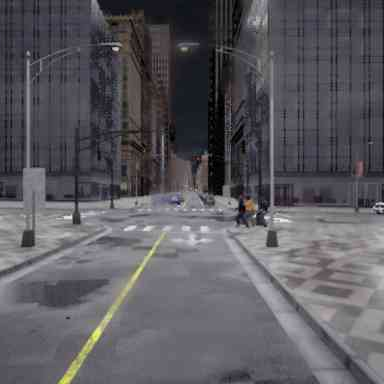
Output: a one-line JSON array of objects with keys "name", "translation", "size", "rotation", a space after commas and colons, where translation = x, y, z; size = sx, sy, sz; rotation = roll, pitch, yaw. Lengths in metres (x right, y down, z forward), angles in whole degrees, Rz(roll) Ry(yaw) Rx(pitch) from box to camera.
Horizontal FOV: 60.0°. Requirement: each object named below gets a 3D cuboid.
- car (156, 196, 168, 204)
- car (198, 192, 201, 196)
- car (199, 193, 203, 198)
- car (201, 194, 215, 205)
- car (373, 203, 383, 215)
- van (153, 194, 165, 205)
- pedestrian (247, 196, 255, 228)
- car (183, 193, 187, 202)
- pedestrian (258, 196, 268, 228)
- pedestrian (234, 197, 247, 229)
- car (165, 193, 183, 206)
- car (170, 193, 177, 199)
[{"name": "car", "translation": [-5.586, 1.450, 61.650], "size": [1.802, 1.307, 4.206], "rotation": [0, 0, 0]}, {"name": "car", "translation": [3.092, 1.332, 84.189], "size": [1.887, 1.381, 4.507], "rotation": [0, 0, 0]}, {"name": "car", "translation": [3.015, 1.412, 72.891], "size": [1.802, 1.307, 4.206], "rotation": [0, 0, 0]}, {"name": "car", "translation": [2.900, 1.451, 55.944], "size": [1.947, 1.339, 4.313], "rotation": [0, 0, 0]}, {"name": "car", "translation": [22.219, 1.504, 35.125], "size": [5.566, 2.045, 2.150], "rotation": [1, 0, 0]}, {"name": "van", "translation": [-5.624, 1.226, 56.000], "size": [1.690, 1.788, 3.998], "rotation": [0, 0, 0]}, {"name": "pedestrian", "translation": [3.390, 1.114, 19.660], "size": [0.375, 1.860, 0.375], "rotation": [0, 0, 0]}, {"name": "car", "translation": [-2.685, 1.400, 68.761], "size": [1.994, 1.385, 4.181], "rotation": [0, 0, 0]}, {"name": "pedestrian", "translation": [4.100, 1.112, 19.060], "size": [0.375, 1.860, 0.375], "rotation": [0, 0, 0]}, {"name": "pedestrian", "translation": [2.697, 1.115, 18.459], "size": [0.375, 1.860, 0.375], "rotation": [0, 0, 0]}, {"name": "car", "translation": [-2.867, 1.369, 53.879], "size": [1.882, 1.535, 5.008], "rotation": [0, 1, 0]}, {"name": "car", "translation": [-5.355, 1.082, 95.436], "size": [1.690, 1.788, 3.998], "rotation": [0, 0, 0]}]
